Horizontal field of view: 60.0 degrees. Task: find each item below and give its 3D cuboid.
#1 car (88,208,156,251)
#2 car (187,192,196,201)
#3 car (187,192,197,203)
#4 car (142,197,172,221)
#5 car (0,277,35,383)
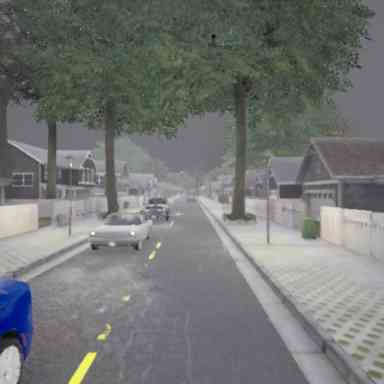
[{"bbox_3d":[-2.849,1.567,14.128,1.895,1.301,4.718,0,0,0],"label":"car"},{"bbox_3d":[-0.076,0.969,77.684,2.150,2.045,5.566,0,0,0],"label":"car"},{"bbox_3d":[-0.065,1.369,67.227,2.128,1.511,4.902,0,0,0],"label":"car"},{"bbox_3d":[-2.776,1.213,26.640,2.097,1.767,4.553,0,0,0],"label":"car"},{"bbox_3d":[-2.852,1.473,2.018,1.882,1.535,5.008,0,0,0],"label":"car"}]
